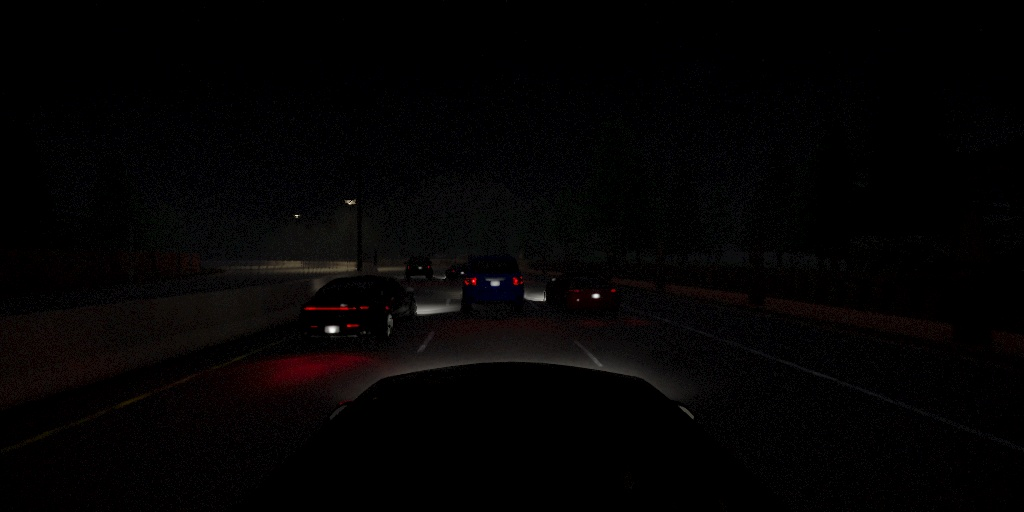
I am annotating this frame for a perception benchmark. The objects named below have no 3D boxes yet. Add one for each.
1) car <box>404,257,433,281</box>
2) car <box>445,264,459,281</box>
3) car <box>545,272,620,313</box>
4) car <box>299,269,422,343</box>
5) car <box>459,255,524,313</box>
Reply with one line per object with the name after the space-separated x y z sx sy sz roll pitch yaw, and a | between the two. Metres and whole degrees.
-8.282 1.068 31.720 2.150 2.045 5.566 0 0 -17 | car
-4.735 1.398 31.884 1.994 1.385 4.181 0 0 -17 | car
2.602 1.332 14.139 1.994 1.385 4.181 0 0 -7 | car
-3.939 1.287 9.892 1.837 1.490 4.892 0 0 -4 | car
-0.889 1.003 14.378 2.150 2.045 5.566 0 0 -7 | car
